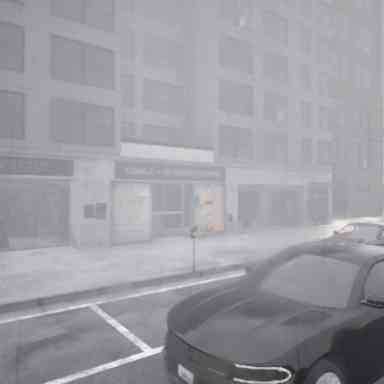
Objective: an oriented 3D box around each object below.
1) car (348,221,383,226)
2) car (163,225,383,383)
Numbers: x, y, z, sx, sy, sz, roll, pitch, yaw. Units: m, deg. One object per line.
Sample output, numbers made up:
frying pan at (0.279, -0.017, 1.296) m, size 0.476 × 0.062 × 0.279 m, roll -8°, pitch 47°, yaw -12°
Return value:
car at (5.586, 1.613, 10.578) m, size 4.206 × 1.307 × 1.802 m, roll 0°, pitch 0°, yaw -36°
car at (1.964, 1.492, 4.671) m, size 5.008 × 1.535 × 1.882 m, roll 0°, pitch 0°, yaw -36°
